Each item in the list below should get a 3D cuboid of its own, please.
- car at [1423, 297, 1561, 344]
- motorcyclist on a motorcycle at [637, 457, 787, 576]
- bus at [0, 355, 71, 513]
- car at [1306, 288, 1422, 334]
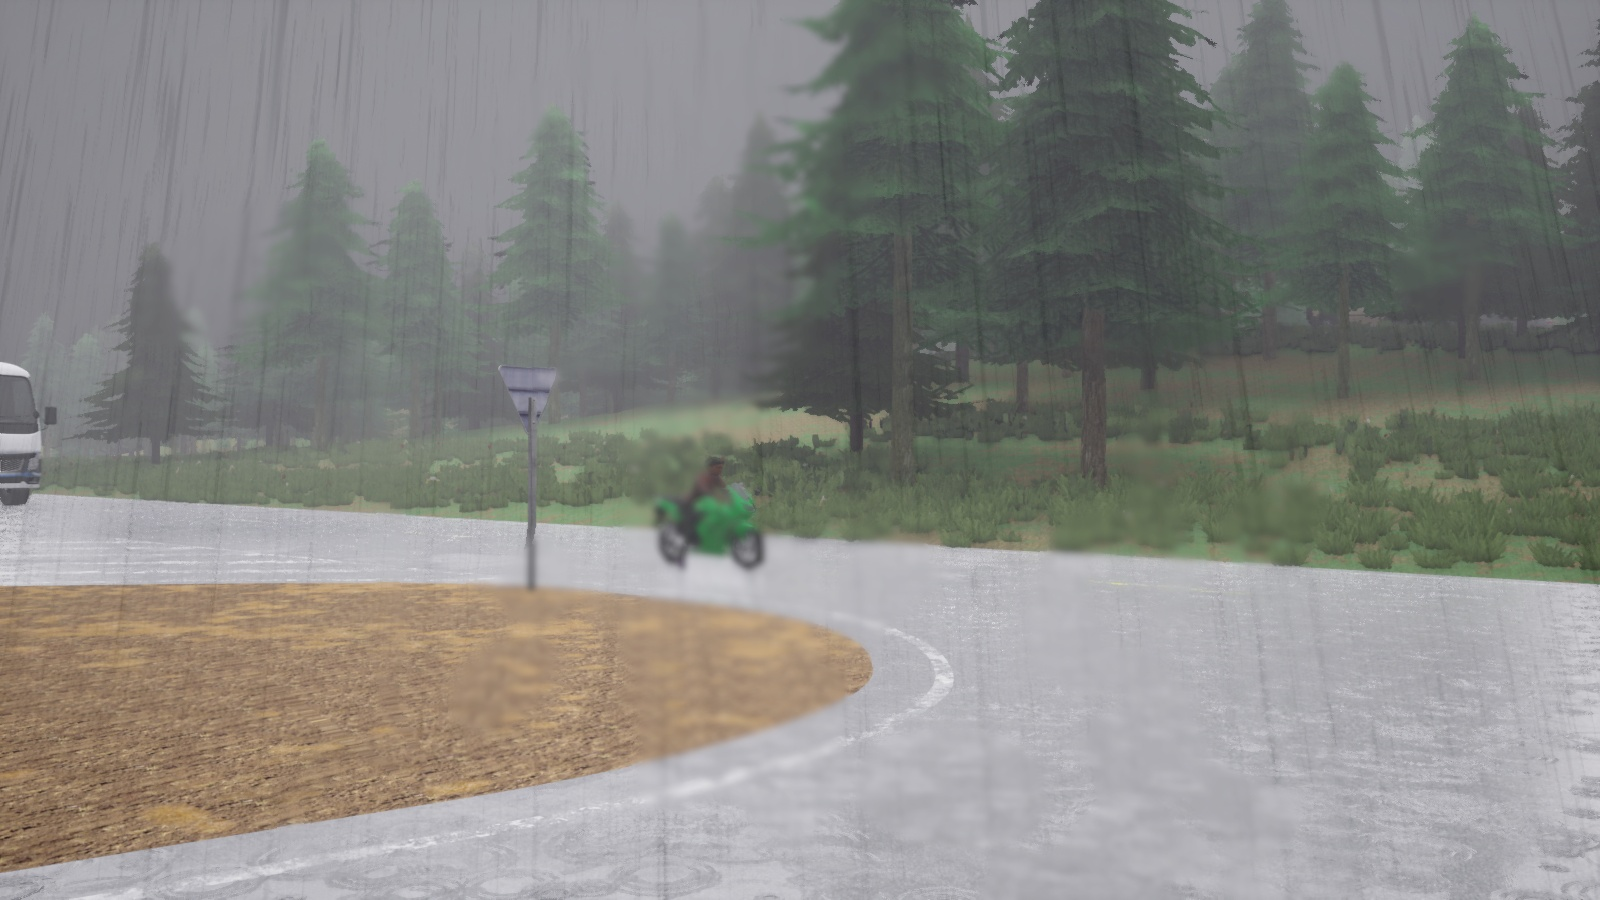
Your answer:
[{"bbox_3d":[31.601,-5.905,57.494,5.027,1.651,2.152,5,1,12],"label":"car"},{"bbox_3d":[-1.223,0.864,17.152,2.044,1.523,0.797,0,0,39],"label":"motorcyclist on a motorcycle"},{"bbox_3d":[-25.708,-0.426,36.961,10.273,4.253,3.944,0,0,39],"label":"bus"},{"bbox_3d":[25.274,-6.213,56.321,4.605,1.855,1.932,3,1,26],"label":"car"}]
